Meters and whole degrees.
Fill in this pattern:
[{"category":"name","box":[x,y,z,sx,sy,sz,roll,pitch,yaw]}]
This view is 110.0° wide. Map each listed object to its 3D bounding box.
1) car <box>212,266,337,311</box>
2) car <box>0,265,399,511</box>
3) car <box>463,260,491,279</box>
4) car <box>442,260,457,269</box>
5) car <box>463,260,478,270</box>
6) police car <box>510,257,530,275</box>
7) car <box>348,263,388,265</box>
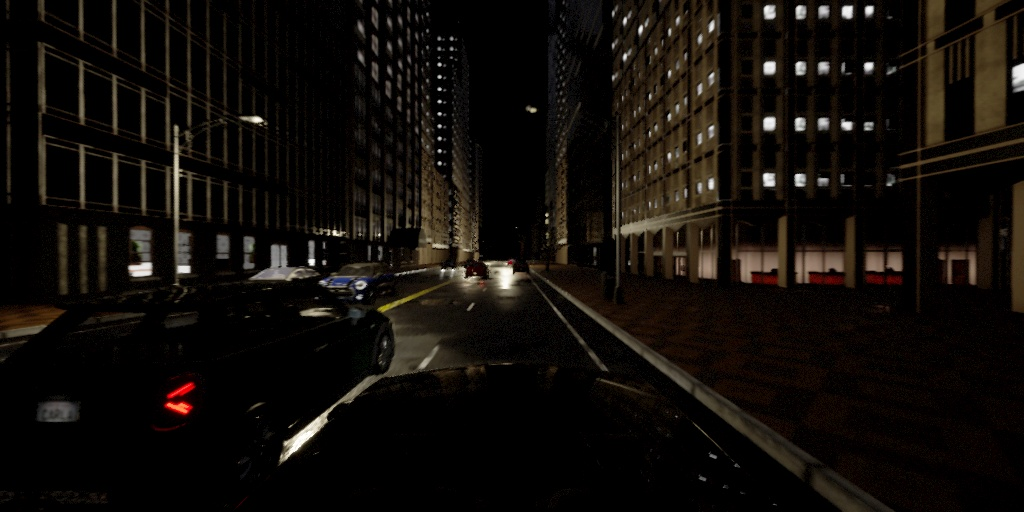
[{"category":"car","box":[-9.840,1.245,15.481,2.128,1.511,4.902,0,0,0]},{"category":"car","box":[-3.149,1.102,4.611,2.097,1.767,4.553,0,0,0]},{"category":"car","box":[-3.138,1.292,32.757,1.812,1.442,4.674,0,0,0]},{"category":"car","box":[-9.767,1.341,56.298,1.812,1.442,4.674,0,0,1]},{"category":"car","box":[-6.518,1.341,56.298,1.812,1.442,4.674,0,0,1]},{"category":"police car","box":[0.988,1.205,40.316,1.930,1.638,5.238,0,0,0]},{"category":"car","box":[-6.589,1.105,15.657,2.097,1.767,4.553,0,0,0]}]
